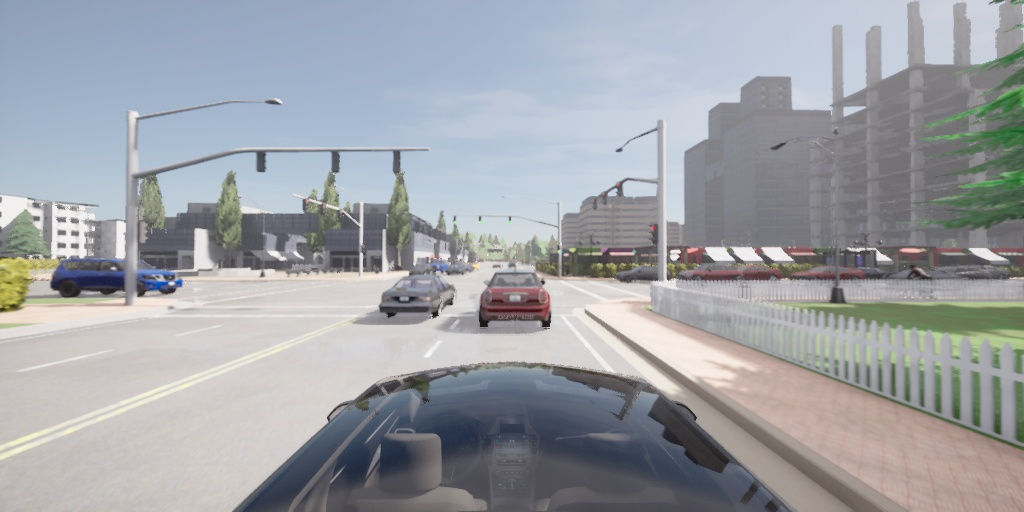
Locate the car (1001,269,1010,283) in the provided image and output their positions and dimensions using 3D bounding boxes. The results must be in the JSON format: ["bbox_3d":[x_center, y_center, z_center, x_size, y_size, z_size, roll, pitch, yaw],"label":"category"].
[{"bbox_3d":[40.690,1.558,31.652,4.902,1.511,2.128,0,-1,-1],"label":"car"}]

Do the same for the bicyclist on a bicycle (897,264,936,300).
[{"bbox_3d":[18.797,1.210,16.660,0.582,1.620,1.656,0,-1,-1],"label":"bicyclist on a bicycle"}]

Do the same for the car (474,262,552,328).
[{"bbox_3d":[0.095,1.211,12.062,2.097,1.767,4.553,0,-1,0],"label":"car"}]

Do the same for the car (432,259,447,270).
[{"bbox_3d":[-10.574,1.494,51.606,2.150,2.045,5.566,0,-1,0],"label":"car"}]

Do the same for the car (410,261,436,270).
[{"bbox_3d":[-10.587,1.674,41.742,1.837,1.490,4.892,0,-1,0],"label":"car"}]

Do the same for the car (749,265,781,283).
[{"bbox_3d":[20.567,1.538,31.190,5.008,1.535,1.882,0,-1,-1],"label":"car"}]

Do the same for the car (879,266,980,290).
[{"bbox_3d":[28.024,1.551,24.172,4.181,1.385,1.994,0,-1,-1],"label":"car"}]

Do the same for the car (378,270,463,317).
[{"bbox_3d":[-3.400,1.425,13.838,2.033,1.411,5.357,0,-1,0],"label":"car"}]

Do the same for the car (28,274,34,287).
[{"bbox_3d":[-34.218,1.191,22.857,5.566,2.045,2.150,0,-1,3],"label":"car"}]

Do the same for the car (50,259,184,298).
[{"bbox_3d":[-21.451,1.158,19.607,5.566,2.045,2.150,0,-1,-2],"label":"car"}]

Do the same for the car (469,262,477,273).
[{"bbox_3d":[-7.063,1.862,55.559,2.033,1.411,5.357,0,-1,0],"label":"car"}]

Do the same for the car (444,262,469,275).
[{"bbox_3d":[-7.083,1.781,46.317,1.994,1.385,4.181,0,-1,0],"label":"car"}]

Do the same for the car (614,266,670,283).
[{"bbox_3d":[11.242,1.583,30.939,4.674,1.442,1.812,0,-1,-1],"label":"car"}]

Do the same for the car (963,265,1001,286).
[{"bbox_3d":[34.364,1.533,28.017,4.892,1.490,1.837,0,-1,-1],"label":"car"}]

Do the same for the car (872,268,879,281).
[{"bbox_3d":[30.466,1.664,31.430,4.718,1.301,1.895,0,-1,-1],"label":"car"}]

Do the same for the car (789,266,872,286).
[{"bbox_3d":[24.303,1.503,27.778,5.008,1.535,1.882,0,-1,-1],"label":"car"}]

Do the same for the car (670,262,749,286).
[{"bbox_3d":[15.089,1.374,27.553,4.553,1.767,2.097,0,-1,-1],"label":"car"}]
